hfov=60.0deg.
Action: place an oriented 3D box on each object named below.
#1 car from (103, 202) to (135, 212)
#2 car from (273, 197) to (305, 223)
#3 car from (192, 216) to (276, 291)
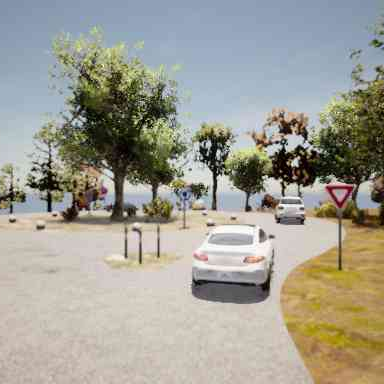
[{"bbox_3d":[-9.532,1.932,43.508,4.181,1.385,1.994,0,-1,-13],"label":"car"},{"bbox_3d":[8.238,1.462,28.309,2.150,2.045,5.566,1,0,12],"label":"car"},{"bbox_3d":[1.290,1.605,9.264,1.812,1.442,4.674,0,0,15],"label":"car"}]
